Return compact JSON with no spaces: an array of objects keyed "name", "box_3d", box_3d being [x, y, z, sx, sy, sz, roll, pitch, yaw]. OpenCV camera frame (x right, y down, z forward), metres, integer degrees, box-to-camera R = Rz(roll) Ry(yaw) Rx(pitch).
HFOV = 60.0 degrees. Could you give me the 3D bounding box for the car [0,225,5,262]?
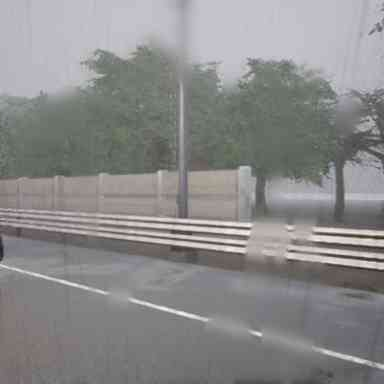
[{"name":"car","box_3d":[-7.436,1.225,9.316,5.566,2.045,2.150,0,0,36]}]
